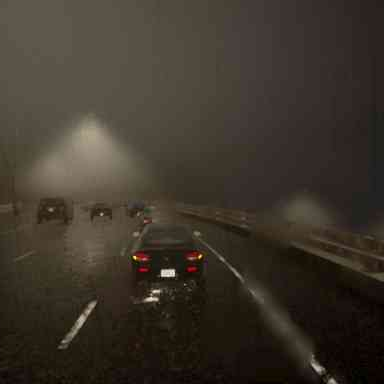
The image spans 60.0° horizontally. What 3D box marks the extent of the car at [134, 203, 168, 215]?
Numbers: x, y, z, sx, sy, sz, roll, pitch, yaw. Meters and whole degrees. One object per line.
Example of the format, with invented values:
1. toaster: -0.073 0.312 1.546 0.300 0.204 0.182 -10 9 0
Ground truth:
1. car: -2.372 1.665 20.806 2.033 1.411 5.357 0 0 -10

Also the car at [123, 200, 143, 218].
1. car: -5.340 1.712 32.644 1.812 1.442 4.674 0 0 -17

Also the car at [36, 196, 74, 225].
1. car: -10.681 1.381 26.189 2.150 2.045 5.566 0 0 -15

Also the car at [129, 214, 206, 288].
1. car: -0.701 1.579 9.373 1.812 1.442 4.674 0 0 -5

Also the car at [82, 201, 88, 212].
1. car: -12.974 1.816 42.981 1.994 1.385 4.181 0 0 -23

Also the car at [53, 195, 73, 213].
1. car: -16.498 1.476 42.386 2.150 2.045 5.566 0 0 -24

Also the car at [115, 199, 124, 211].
1. car: -9.816 1.761 44.481 1.837 1.490 4.892 0 0 -24

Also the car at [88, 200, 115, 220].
1. car: -8.281 1.679 30.387 1.837 1.490 4.892 0 -1 -16
